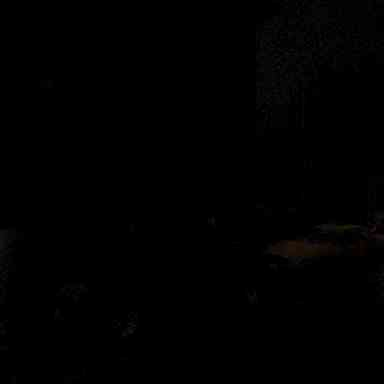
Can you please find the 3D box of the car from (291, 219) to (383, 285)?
[{"bbox_3d":[3.954,1.526,9.533,4.829,1.417,1.752,0,0,-36],"label":"car"}]

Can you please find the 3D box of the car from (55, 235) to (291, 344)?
[{"bbox_3d":[-0.315,1.566,6.447,4.313,1.339,1.947,0,0,-36],"label":"car"}]
